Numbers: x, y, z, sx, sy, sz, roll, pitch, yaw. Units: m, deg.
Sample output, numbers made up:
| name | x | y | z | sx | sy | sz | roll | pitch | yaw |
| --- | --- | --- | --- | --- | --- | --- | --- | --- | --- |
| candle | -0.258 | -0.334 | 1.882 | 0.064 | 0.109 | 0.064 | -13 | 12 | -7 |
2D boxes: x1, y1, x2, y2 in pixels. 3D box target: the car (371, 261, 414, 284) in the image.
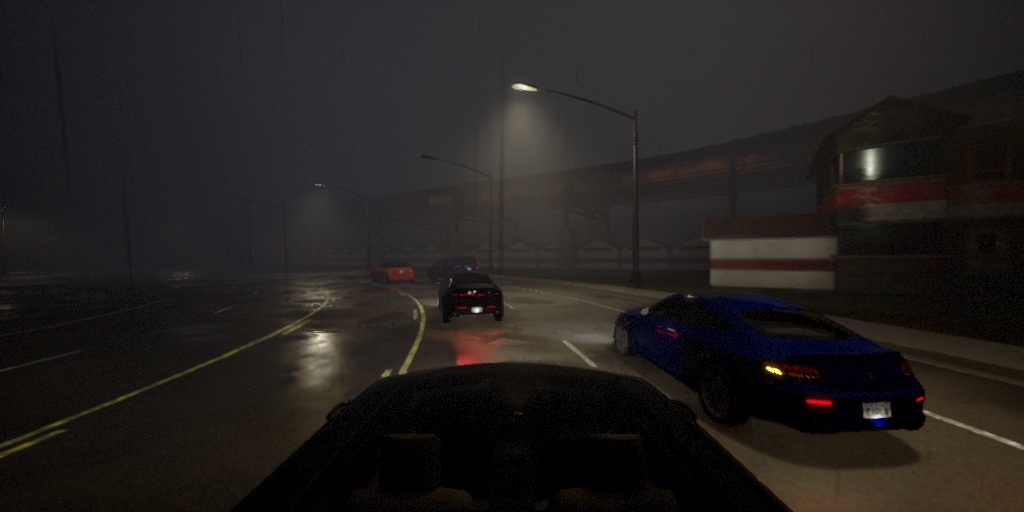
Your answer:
| name | x | y | z | sx | sy | sz | roll | pitch | yaw |
| --- | --- | --- | --- | --- | --- | --- | --- | --- | --- |
| car | -9.348 | 1.177 | 27.775 | 2.097 | 1.767 | 4.553 | 0 | 0 | -37 |

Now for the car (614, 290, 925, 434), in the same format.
| name | x | y | z | sx | sy | sz | roll | pitch | yaw |
| --- | --- | --- | --- | --- | --- | --- | --- | --- | --- |
| car | 3.184 | 1.260 | 5.607 | 1.812 | 1.442 | 4.674 | 0 | 0 | -5 |

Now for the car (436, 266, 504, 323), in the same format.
| name | x | y | z | sx | sy | sz | roll | pitch | yaw |
| --- | --- | --- | --- | --- | --- | --- | --- | --- | --- |
| car | -1.543 | 1.272 | 12.413 | 1.837 | 1.490 | 4.892 | 0 | 0 | -13 |

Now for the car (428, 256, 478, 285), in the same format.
| name | x | y | z | sx | sy | sz | roll | pitch | yaw |
| --- | --- | --- | --- | --- | --- | --- | --- | --- | --- |
| car | -4.509 | 1.018 | 27.286 | 2.150 | 2.045 | 5.566 | 0 | 0 | -34 |
